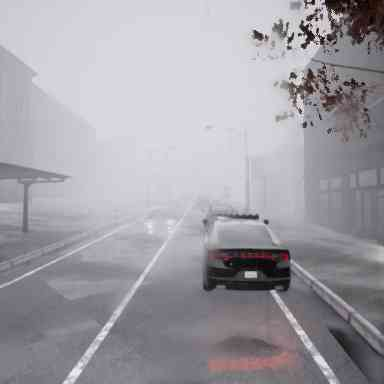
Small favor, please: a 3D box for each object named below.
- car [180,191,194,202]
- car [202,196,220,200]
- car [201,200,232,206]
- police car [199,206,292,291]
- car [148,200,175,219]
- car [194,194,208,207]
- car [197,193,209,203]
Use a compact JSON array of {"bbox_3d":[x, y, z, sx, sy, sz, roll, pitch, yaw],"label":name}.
[{"bbox_3d":[-1.182,0.908,68.111,2.150,2.045,5.566,0,0,2],"label":"car"},{"bbox_3d":[1.826,1.331,25.192,1.801,1.575,5.366,0,0,2],"label":"car"},{"bbox_3d":[1.604,1.424,19.001,1.837,1.490,4.892,0,0,2],"label":"car"},{"bbox_3d":[1.245,1.405,9.107,1.930,1.638,5.238,0,0,2],"label":"police car"},{"bbox_3d":[-2.456,1.387,27.693,1.812,1.442,4.674,0,0,2],"label":"car"},{"bbox_3d":[1.570,1.361,45.902,1.895,1.301,4.718,0,0,2],"label":"car"},{"bbox_3d":[2.013,1.061,59.357,2.097,1.767,4.553,0,0,2],"label":"car"}]
